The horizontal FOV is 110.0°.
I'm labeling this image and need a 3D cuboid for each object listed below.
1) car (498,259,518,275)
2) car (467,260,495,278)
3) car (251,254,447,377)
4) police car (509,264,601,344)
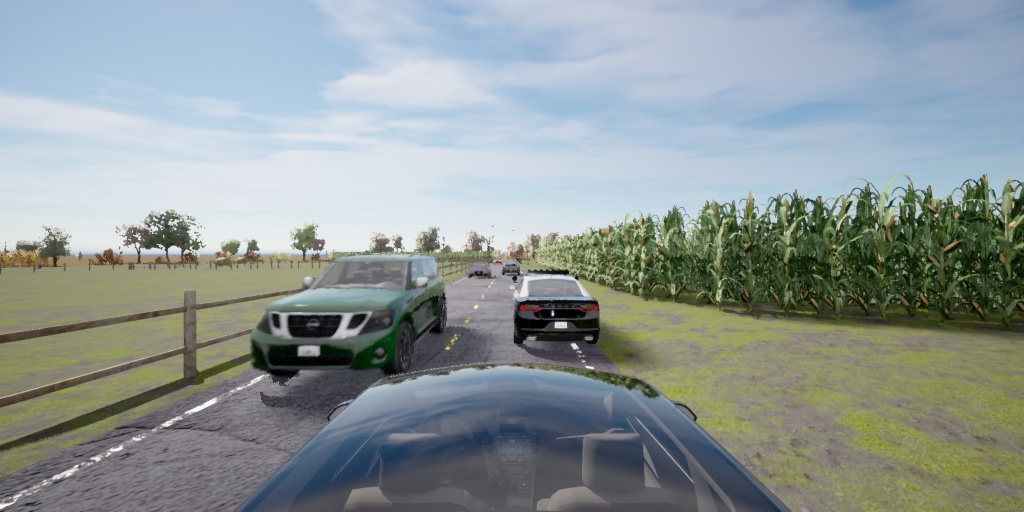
[{"bbox_3d":[-0.090,1.241,38.319,2.128,1.511,4.902,0,0,0],"label":"car"},{"bbox_3d":[-2.887,1.313,32.967,1.994,1.385,4.181,0,0,0],"label":"car"},{"bbox_3d":[-2.842,0.971,7.753,2.150,2.045,5.566,0,0,0],"label":"car"},{"bbox_3d":[0.959,1.175,9.732,1.930,1.638,5.238,0,0,0],"label":"police car"}]
